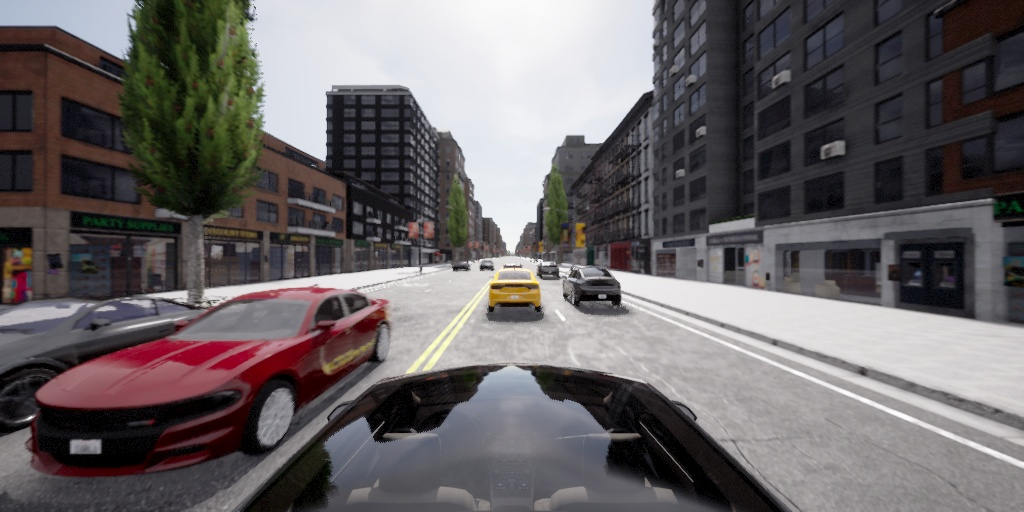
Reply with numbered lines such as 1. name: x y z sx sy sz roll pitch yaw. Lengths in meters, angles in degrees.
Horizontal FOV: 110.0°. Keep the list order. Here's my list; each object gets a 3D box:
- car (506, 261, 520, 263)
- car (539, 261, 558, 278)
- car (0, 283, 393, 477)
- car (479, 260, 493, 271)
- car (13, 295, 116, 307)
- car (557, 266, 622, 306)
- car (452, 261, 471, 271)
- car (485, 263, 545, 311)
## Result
1. car: 0.092 1.238 33.948 2.128 1.511 4.902 0 0 0
2. car: 3.346 1.238 33.942 2.128 1.511 4.902 0 0 0
3. car: -3.350 1.228 5.316 1.882 1.535 5.008 0 0 0
4. car: -3.337 1.247 48.279 1.837 1.490 4.892 0 -1 0
5. car: -6.600 1.314 5.404 1.994 1.385 4.181 0 0 0
6. car: 3.346 1.255 15.711 1.837 1.490 4.892 0 0 0
7. car: -6.593 1.342 47.067 1.895 1.301 4.718 0 0 0
8. car: 0.095 1.228 14.505 1.882 1.535 5.008 0 0 0
